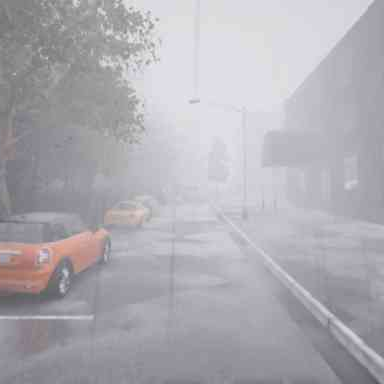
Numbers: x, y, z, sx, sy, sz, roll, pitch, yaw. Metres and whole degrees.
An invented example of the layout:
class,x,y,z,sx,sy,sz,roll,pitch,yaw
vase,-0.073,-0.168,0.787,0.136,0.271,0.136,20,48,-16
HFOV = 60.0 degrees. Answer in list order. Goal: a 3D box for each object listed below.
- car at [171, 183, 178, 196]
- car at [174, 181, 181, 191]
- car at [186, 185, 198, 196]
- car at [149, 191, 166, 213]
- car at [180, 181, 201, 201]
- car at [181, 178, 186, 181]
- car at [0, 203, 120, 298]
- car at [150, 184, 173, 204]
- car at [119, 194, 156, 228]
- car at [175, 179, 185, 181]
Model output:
class,x,y,z,sx,sy,sz,roll,pitch,yaw
car,-3.662,-0.030,47.691,2.231,1.521,4.892,0,3,2
car,-3.657,-0.585,59.011,1.946,1.575,5.366,0,3,2
car,-0.009,-0.216,52.028,1.837,1.490,4.892,0,3,0
car,-3.639,0.999,25.409,2.231,1.521,4.892,1,3,2
car,-0.008,0.005,41.575,2.150,2.045,5.566,0,3,0
car,-3.670,-2.481,92.227,2.435,2.045,5.566,0,3,2
car,-3.630,1.295,8.651,2.185,1.767,4.553,2,1,2
car,-3.661,0.380,36.530,2.185,1.767,4.553,0,3,2
car,-3.634,1.173,19.672,1.946,1.575,5.366,1,2,2
car,-3.669,-1.951,86.642,2.097,1.535,5.008,0,3,2
